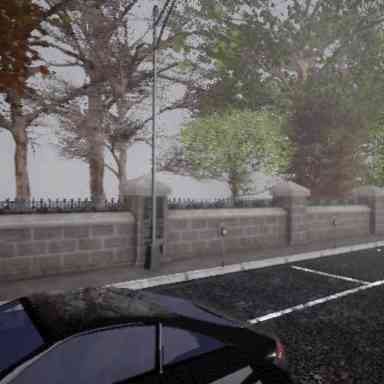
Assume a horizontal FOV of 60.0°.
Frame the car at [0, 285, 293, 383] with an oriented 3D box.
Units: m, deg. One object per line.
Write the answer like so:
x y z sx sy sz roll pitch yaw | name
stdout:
-1.116 1.569 2.583 4.181 1.385 1.994 1 0 -36 | car
